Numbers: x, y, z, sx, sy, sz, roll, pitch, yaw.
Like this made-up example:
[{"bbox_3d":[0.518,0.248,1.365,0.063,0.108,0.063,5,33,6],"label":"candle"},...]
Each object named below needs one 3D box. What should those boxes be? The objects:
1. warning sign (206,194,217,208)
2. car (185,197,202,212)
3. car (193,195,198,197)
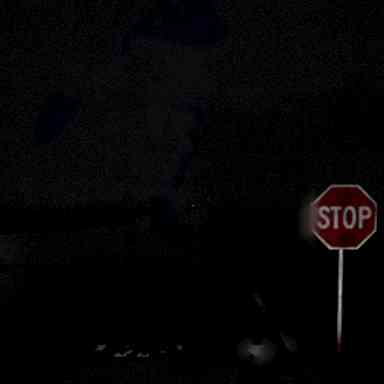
[{"bbox_3d":[2.576,1.193,44.507,1.300,1.860,1.060,3,2,0],"label":"warning sign"},{"bbox_3d":[0.174,1.606,40.217,2.033,1.411,5.357,0,0,0],"label":"car"},{"bbox_3d":[0.156,1.802,64.910,1.895,1.301,4.718,0,0,1],"label":"car"}]
